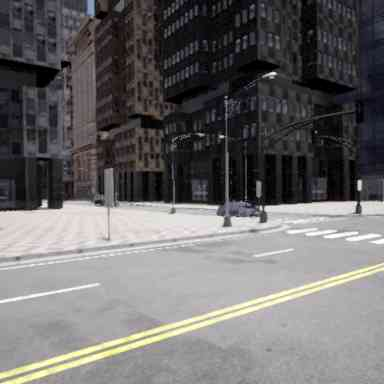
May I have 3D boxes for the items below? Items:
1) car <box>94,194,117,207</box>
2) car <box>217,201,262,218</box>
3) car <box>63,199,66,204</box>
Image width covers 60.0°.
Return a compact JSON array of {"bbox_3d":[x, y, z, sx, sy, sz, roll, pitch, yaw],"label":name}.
[{"bbox_3d":[-14.014,1.400,53.672,2.150,2.045,5.566,-1,0,-35],"label":"car"},{"bbox_3d":[3.979,1.478,28.149,1.994,1.385,4.181,-1,1,-35],"label":"car"},{"bbox_3d":[-30.825,2.004,77.536,1.812,1.442,4.674,-1,0,-35],"label":"car"}]
